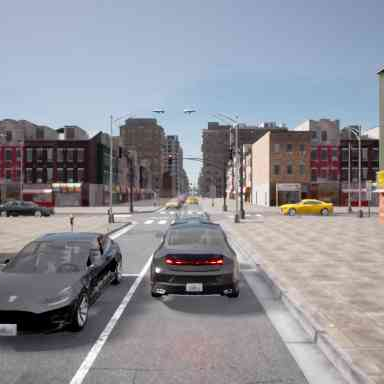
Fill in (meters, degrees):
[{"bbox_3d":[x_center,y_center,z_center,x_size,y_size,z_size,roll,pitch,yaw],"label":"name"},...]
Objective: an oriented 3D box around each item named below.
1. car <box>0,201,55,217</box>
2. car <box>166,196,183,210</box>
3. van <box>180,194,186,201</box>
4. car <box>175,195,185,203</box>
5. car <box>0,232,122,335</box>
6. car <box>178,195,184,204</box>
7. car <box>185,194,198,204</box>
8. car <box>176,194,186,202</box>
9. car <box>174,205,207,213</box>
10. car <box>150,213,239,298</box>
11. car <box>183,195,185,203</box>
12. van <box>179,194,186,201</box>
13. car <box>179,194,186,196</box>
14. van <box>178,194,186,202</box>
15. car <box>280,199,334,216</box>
[{"bbox_3d":[-14.721,1.539,29.549,4.892,1.490,1.837,0,0,0],"label":"car"},{"bbox_3d":[-2.569,1.571,44.458,1.752,1.417,4.829,0,0,0],"label":"car"},{"bbox_3d":[-2.496,1.551,95.077,1.690,1.788,3.998,0,0,0],"label":"van"},{"bbox_3d":[-2.529,1.566,72.654,1.967,1.590,4.097,0,0,0],"label":"car"},{"bbox_3d":[-2.623,1.567,6.858,1.947,1.339,4.313,0,0,0],"label":"car"},{"bbox_3d":[-2.561,1.604,50.233,1.887,1.381,4.507,0,0,0],"label":"car"},{"bbox_3d":[0.192,1.574,63.816,1.882,1.535,5.008,0,0,0],"label":"car"},{"bbox_3d":[-2.520,1.461,78.261,2.192,1.841,5.009,0,0,0],"label":"car"},{"bbox_3d":[0.054,1.608,17.747,1.895,1.301,4.718,0,0,1],"label":"car"},{"bbox_3d":[0.083,1.507,8.536,1.837,1.490,4.892,0,0,1],"label":"car"},{"bbox_3d":[-2.553,1.655,55.838,1.802,1.307,4.206,0,0,0],"label":"car"},{"bbox_3d":[-2.504,1.529,89.471,1.690,1.788,3.998,0,0,0],"label":"van"},{"bbox_3d":[-2.537,1.547,67.049,1.967,1.590,4.097,0,0,0],"label":"car"},{"bbox_3d":[-2.512,1.507,83.866,1.690,1.788,3.998,0,0,0],"label":"van"},{"bbox_3d":[11.131,1.487,32.423,5.008,1.535,1.882,0,0,0],"label":"car"}]
